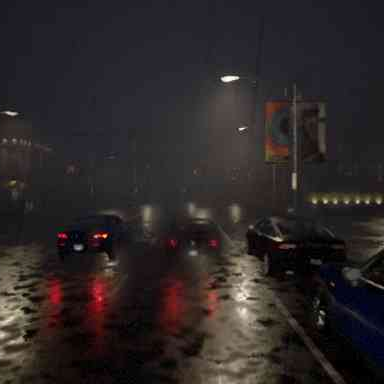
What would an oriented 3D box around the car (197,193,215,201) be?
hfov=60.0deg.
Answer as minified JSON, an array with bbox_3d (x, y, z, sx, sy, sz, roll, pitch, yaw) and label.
[{"bbox_3d":[3.558,1.244,83.324,2.150,2.045,5.566,0,0,40],"label":"car"}]

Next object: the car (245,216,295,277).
[{"bbox_3d":[2.898,1.482,10.300,2.097,1.535,5.008,0,0,0],"label":"car"}]

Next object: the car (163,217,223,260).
[{"bbox_3d":[0.059,1.604,12.493,1.895,1.301,4.718,0,0,0],"label":"car"}]

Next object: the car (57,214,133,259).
[{"bbox_3d":[-3.441,1.529,12.439,1.812,1.442,4.674,0,0,0],"label":"car"}]

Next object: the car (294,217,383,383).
[{"bbox_3d":[3.039,1.356,3.875,2.185,1.767,4.553,0,0,0],"label":"car"}]
